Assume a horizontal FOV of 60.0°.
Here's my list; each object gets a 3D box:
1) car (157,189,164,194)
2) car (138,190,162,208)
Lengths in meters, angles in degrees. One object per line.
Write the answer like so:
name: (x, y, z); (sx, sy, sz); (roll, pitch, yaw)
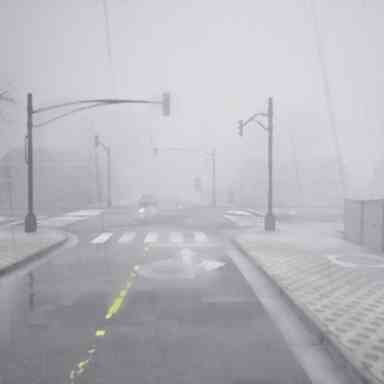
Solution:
car: (-7.855, -0.094, 81.387); (1.895, 1.301, 4.718); (0, 1, -2)
car: (-4.459, 0.871, 34.325); (2.033, 1.411, 5.357); (0, 1, -5)
